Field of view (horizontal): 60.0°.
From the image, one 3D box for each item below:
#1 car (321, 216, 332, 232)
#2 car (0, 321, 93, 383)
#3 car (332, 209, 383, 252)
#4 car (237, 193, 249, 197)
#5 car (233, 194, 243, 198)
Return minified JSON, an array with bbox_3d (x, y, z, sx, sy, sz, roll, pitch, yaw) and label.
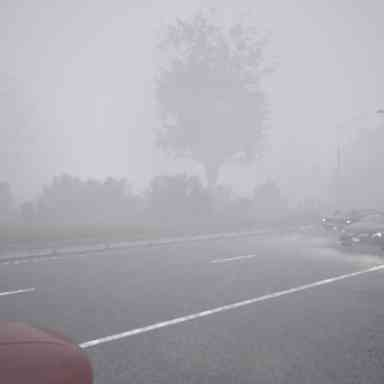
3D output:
[{"bbox_3d":[9.630,1.665,19.457,4.718,1.301,1.895,0,0,-35],"label":"car"},{"bbox_3d":[-3.008,1.472,1.606,5.008,1.535,1.882,0,0,-35],"label":"car"},{"bbox_3d":[8.214,1.576,14.154,4.674,1.442,1.812,0,0,-35],"label":"car"},{"bbox_3d":[9.817,1.318,64.070,2.150,2.045,5.566,0,0,-33],"label":"car"},{"bbox_3d":[6.874,1.648,62.091,1.994,1.385,4.181,0,0,-33],"label":"car"}]
